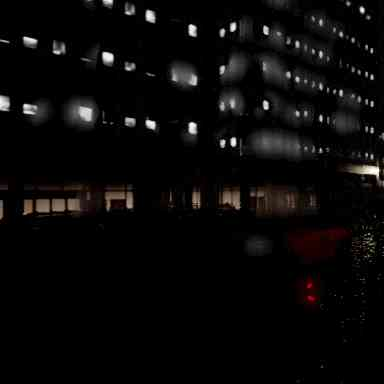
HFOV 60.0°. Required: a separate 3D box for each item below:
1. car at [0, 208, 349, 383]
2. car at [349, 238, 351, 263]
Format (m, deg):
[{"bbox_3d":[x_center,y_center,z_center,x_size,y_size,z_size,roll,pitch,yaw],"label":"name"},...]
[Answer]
[{"bbox_3d":[-1.250,1.221,2.789,5.566,2.045,2.150,0,0,-36],"label":"car"},{"bbox_3d":[2.544,1.335,9.550,4.553,1.767,2.097,0,0,-36],"label":"car"}]
